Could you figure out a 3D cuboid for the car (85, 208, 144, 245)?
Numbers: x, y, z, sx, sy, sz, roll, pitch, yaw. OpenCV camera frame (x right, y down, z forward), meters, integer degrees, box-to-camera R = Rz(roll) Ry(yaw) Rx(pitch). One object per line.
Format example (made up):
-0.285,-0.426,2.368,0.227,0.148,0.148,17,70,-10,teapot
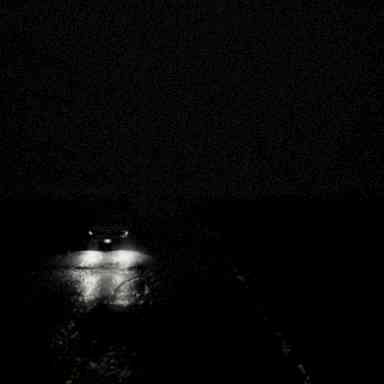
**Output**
-3.253,1.440,15.096,2.033,1.411,5.357,0,0,-2,car
